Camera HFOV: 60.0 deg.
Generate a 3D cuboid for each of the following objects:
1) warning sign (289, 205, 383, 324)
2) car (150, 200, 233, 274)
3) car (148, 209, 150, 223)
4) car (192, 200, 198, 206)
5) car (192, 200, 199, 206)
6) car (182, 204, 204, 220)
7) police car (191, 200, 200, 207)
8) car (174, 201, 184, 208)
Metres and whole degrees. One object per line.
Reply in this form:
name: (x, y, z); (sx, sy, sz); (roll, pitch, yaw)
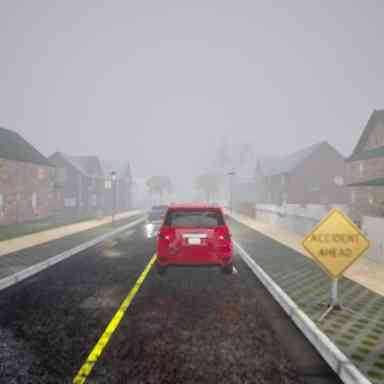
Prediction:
warning sign: (2.529, 1.190, 5.890); (1.300, 1.860, 1.060); (1, 0, 0)
car: (0.079, 1.368, 11.221); (2.150, 2.045, 5.566); (0, 0, 0)
car: (-2.853, 1.888, 30.190); (1.882, 1.535, 5.008); (0, -1, 0)
car: (0.812, 2.985, 91.903); (1.837, 1.490, 4.892); (0, -1, 0)
car: (0.813, 2.869, 85.903); (1.837, 1.490, 4.892); (0, -1, 0)
car: (0.093, 2.022, 34.440); (2.033, 1.411, 5.357); (0, -1, 0)
police car: (0.814, 2.602, 76.015); (1.930, 1.638, 5.238); (0, -1, 0)
car: (-2.759, 2.679, 71.154); (1.895, 1.301, 4.718); (0, -1, 0)
